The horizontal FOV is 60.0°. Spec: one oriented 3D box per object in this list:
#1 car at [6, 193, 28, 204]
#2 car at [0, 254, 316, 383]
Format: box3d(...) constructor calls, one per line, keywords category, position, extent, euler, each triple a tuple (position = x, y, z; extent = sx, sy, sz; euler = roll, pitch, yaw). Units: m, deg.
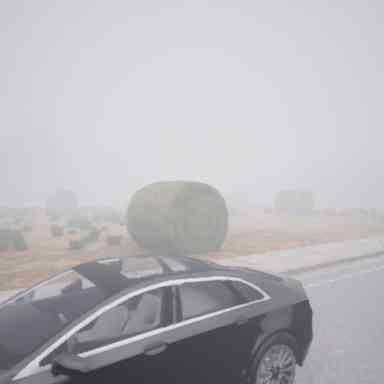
box3d(category="car", position=(-30.800, 1.204, 58.909), extent=(1.905, 1.878, 3.866), euler=(6, 2, 8))
box3d(category="car", position=(-0.766, 1.499, 3.424), extent=(4.902, 1.511, 2.128), euler=(0, 0, -35))
